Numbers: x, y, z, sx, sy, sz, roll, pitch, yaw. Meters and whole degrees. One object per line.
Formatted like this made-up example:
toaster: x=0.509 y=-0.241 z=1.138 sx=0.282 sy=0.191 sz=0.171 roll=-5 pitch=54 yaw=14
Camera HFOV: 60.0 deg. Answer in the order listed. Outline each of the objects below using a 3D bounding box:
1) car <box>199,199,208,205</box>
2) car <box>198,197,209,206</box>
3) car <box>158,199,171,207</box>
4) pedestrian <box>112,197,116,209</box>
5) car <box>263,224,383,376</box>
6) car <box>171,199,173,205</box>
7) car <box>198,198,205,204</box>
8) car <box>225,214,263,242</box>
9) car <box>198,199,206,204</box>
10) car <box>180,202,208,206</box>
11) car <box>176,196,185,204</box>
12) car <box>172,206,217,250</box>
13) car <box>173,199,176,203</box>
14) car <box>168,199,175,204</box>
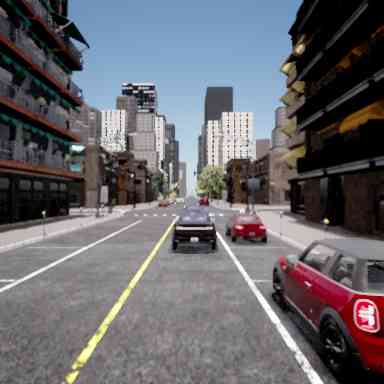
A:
car: x=2.690 y=2.361 z=77.271 sx=1.947 sy=1.339 sz=4.313 roll=0 pitch=-1 yaw=0
car: x=2.691 y=2.048 z=71.748 sx=2.192 sy=1.841 sz=5.009 roll=0 pitch=-1 yaw=0
car: x=-5.778 y=2.218 z=66.224 sx=1.887 sy=1.381 sz=4.507 roll=0 pitch=-1 yaw=0
pedestrian: x=-12.512 y=1.822 z=53.485 sx=0.375 sy=1.860 sz=0.375 roll=0 pitch=0 yaw=0
car: x=2.693 y=1.494 z=5.667 sx=1.967 sy=1.590 sz=4.097 roll=0 pitch=-1 yaw=0
car: x=-5.690 y=2.300 z=71.745 sx=1.947 sy=1.339 sz=4.313 roll=0 pitch=-1 yaw=0
car: x=2.689 y=2.534 z=93.846 sx=2.008 sy=1.369 sz=4.403 roll=0 pitch=-1 yaw=0
car: x=2.692 y=1.745 z=16.996 sx=1.802 sy=1.307 sz=4.206 roll=0 pitch=-1 yaw=0
car: x=2.690 y=2.485 z=88.321 sx=1.947 sy=1.339 sz=4.313 roll=0 pitch=-1 yaw=0
car: x=0.101 y=1.857 z=30.120 sx=1.994 sy=1.385 sz=4.181 roll=0 pitch=-1 yaw=0
car: x=-3.001 y=2.161 z=89.753 sx=2.150 sy=2.045 sz=5.566 roll=0 pitch=-1 yaw=0
car: x=0.099 y=1.638 z=15.219 sx=2.128 sy=1.511 sz=4.902 roll=0 pitch=0 yaw=0
car: x=-5.690 y=2.381 z=82.626 sx=1.752 sy=1.417 sz=4.829 roll=0 pitch=-1 yaw=0
car: x=-5.691 y=2.566 z=93.845 sx=1.802 sy=1.307 sz=4.206 roll=0 pitch=-1 yaw=0
